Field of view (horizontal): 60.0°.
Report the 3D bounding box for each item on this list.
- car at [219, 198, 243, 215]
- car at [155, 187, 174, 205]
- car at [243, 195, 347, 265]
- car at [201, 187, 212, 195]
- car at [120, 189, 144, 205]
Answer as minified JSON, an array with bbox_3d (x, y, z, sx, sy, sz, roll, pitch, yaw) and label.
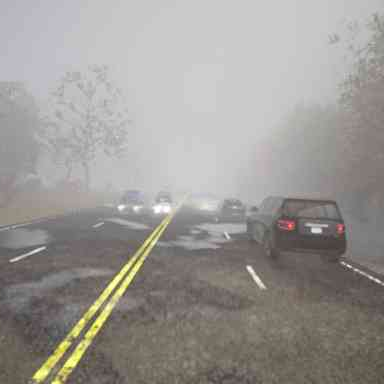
[{"bbox_3d":[3.492,1.174,29.252,1.994,1.385,4.181,2,2,0],"label":"car"},{"bbox_3d":[-3.113,0.570,37.960,2.128,1.511,4.902,1,3,1],"label":"car"},{"bbox_3d":[3.447,1.160,11.911,2.150,2.045,5.566,3,0,0],"label":"car"},{"bbox_3d":[4.123,-0.098,86.912,2.033,1.649,4.856,4,0,1],"label":"car"},{"bbox_3d":[-6.389,0.484,35.841,1.882,1.535,5.008,3,1,1],"label":"car"}]
